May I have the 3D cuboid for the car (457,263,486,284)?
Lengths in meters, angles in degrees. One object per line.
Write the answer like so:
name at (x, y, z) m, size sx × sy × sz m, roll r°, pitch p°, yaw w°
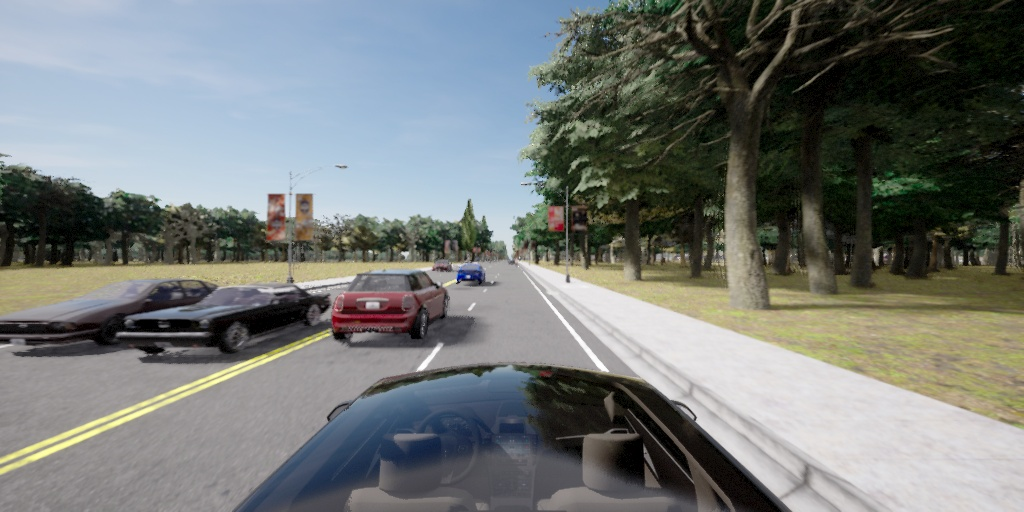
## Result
car at (-3.147, 1.347, 28.278) m, size 1.882 × 1.535 × 5.008 m, roll 0°, pitch 0°, yaw 0°

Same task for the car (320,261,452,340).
car at (-3.149, 1.139, 10.237) m, size 2.097 × 1.767 × 4.553 m, roll 0°, pitch 0°, yaw 0°

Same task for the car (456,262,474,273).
car at (-6.566, 1.581, 50.554) m, size 1.895 × 1.301 × 4.718 m, roll 0°, pitch 0°, yaw 0°

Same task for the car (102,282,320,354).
car at (-6.600, 1.382, 9.001) m, size 1.895 × 1.301 × 4.718 m, roll 0°, pitch 0°, yaw 0°

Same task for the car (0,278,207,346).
car at (-9.849, 1.332, 9.809) m, size 2.033 × 1.411 × 5.357 m, roll 0°, pitch 0°, yaw 0°
